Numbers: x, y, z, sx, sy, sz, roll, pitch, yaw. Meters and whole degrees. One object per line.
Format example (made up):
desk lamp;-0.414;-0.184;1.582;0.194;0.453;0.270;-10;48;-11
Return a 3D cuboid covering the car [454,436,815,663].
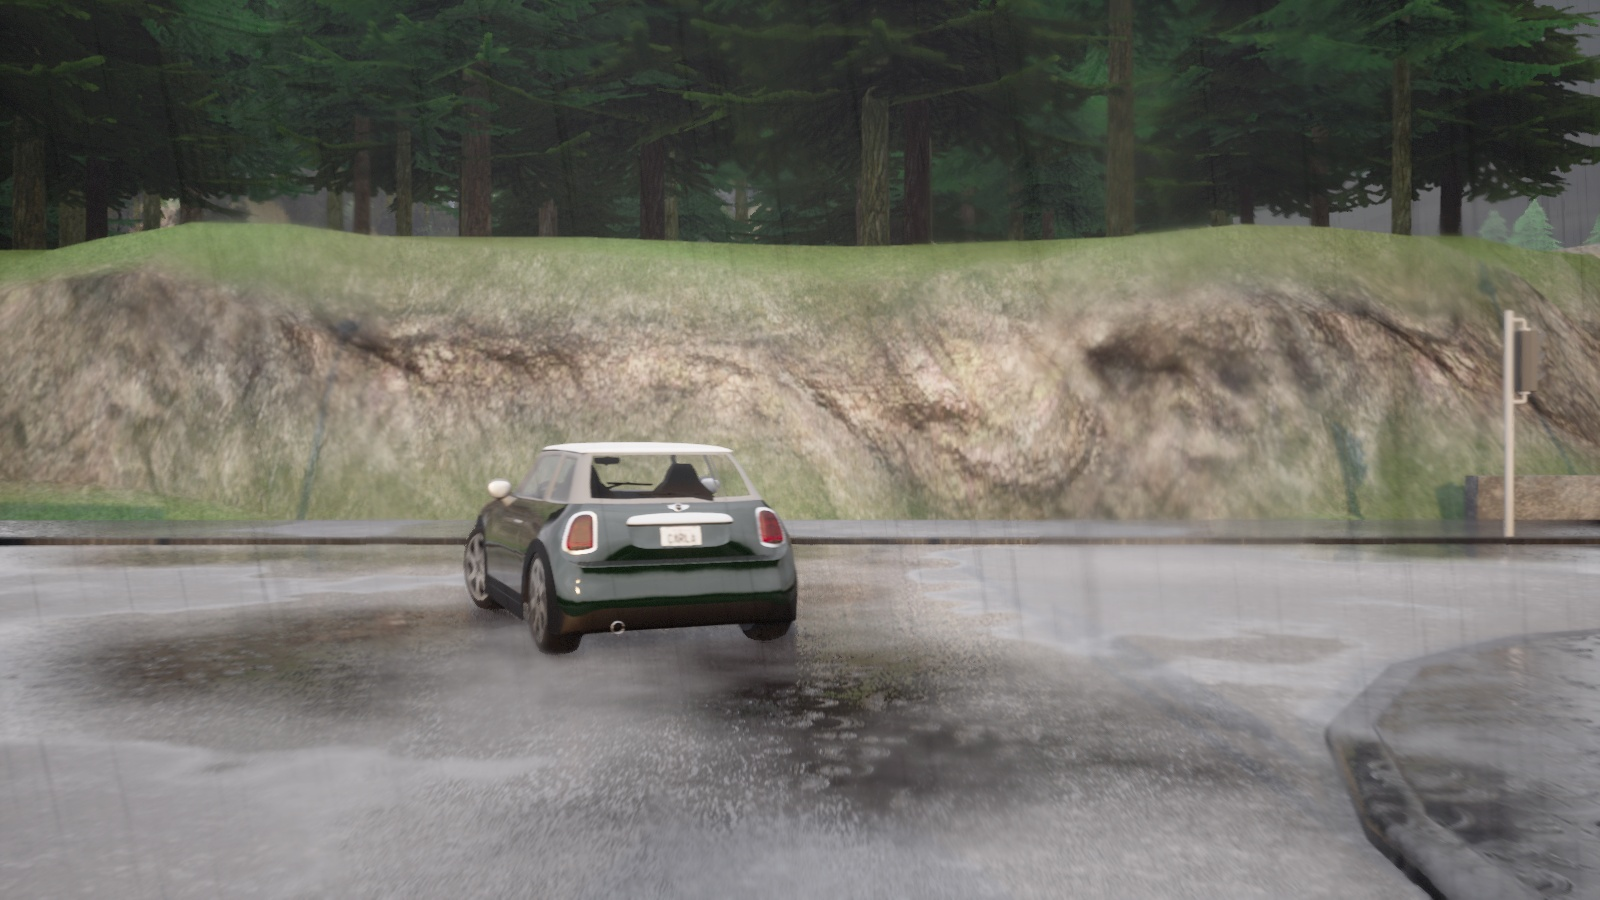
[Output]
car;-1.551;0.627;10.288;1.970;1.475;3.806;0;0;-23
